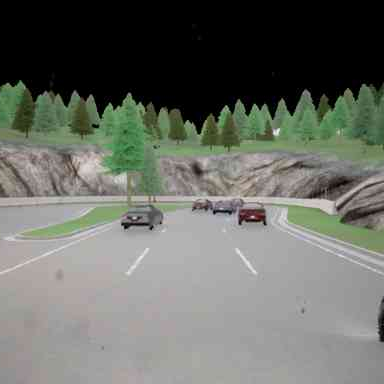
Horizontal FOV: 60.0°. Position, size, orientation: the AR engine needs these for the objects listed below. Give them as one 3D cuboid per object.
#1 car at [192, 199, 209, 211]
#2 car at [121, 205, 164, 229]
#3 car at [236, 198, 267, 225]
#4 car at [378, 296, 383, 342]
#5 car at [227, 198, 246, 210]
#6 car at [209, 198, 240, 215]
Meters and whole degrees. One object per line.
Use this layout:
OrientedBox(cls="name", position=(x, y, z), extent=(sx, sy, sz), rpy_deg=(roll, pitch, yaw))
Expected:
OrientedBox(cls="car", position=(1.331, 1.526, 39.962), extent=(1.812, 1.442, 4.674), rpy_deg=(0, 0, 15))
OrientedBox(cls="car", position=(-3.056, 1.548, 21.413), extent=(2.033, 1.411, 5.357), rpy_deg=(0, 0, 4))
OrientedBox(cls="car", position=(4.404, 1.478, 24.289), extent=(1.882, 1.535, 5.008), rpy_deg=(0, 0, 9))
OrientedBox(cls="car", position=(3.601, 1.353, 2.711), extent=(2.097, 1.767, 4.553), rpy_deg=(0, 0, 0))
OrientedBox(cls="car", position=(5.989, 1.547, 44.055), extent=(2.033, 1.411, 5.357), rpy_deg=(0, 0, 12))
OrientedBox(cls="car", position=(3.400, 1.564, 34.299), extent=(1.994, 1.385, 4.181), rpy_deg=(0, 0, 15))
